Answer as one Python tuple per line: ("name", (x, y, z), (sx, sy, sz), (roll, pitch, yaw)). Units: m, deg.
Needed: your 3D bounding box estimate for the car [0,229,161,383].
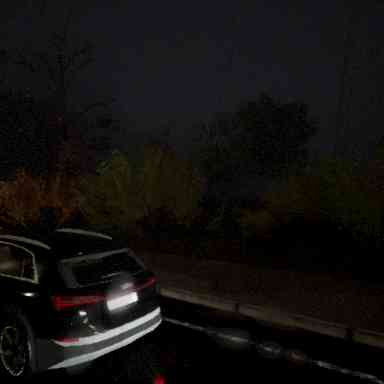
("car", (-2.688, 1.433, 5.506), (4.856, 1.649, 2.033), (0, 0, 36))
